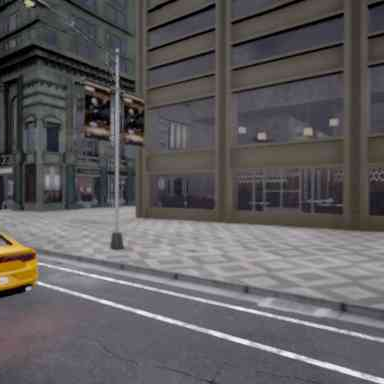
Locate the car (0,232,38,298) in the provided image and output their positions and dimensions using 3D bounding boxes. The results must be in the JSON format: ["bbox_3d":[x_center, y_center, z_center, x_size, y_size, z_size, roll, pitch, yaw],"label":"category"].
[{"bbox_3d":[-5.537,1.497,7.598,5.008,1.535,1.882,0,0,36],"label":"car"}]
